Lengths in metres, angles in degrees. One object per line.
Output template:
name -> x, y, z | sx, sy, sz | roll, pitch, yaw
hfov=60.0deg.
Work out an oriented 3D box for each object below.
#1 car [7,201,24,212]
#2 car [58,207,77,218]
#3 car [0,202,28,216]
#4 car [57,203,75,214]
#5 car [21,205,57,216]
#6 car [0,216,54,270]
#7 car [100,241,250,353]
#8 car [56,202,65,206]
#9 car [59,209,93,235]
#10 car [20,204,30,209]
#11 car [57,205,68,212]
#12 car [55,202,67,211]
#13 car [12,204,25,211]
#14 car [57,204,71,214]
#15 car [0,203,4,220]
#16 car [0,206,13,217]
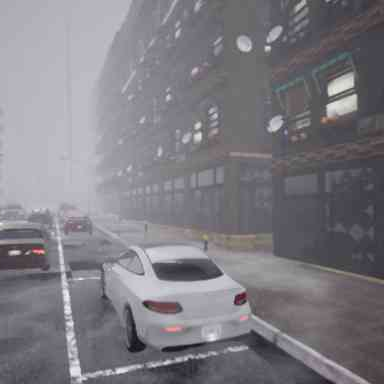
car -> -32.043, 2.687, 60.434 | 2.192, 1.841, 5.009 | 3, -2, -22
car -> -9.892, 2.190, 27.653 | 1.887, 1.381, 4.507 | 3, -2, -22
car -> -19.085, 2.136, 35.774 | 2.097, 1.767, 4.553 | 1, -2, -22
car -> -12.005, 2.206, 32.766 | 1.967, 1.590, 4.097 | 3, -2, -22
car -> -12.510, 2.108, 27.483 | 2.128, 1.511, 4.902 | 1, -2, -23
car -> -5.919, 1.800, 11.617 | 2.033, 1.411, 5.357 | 1, -2, -23
car -> -0.622, 1.696, 6.495 | 1.812, 1.442, 4.674 | 1, -2, -23
car -> -16.285, 2.324, 42.966 | 2.192, 1.841, 5.009 | 3, -2, -22
car -> -7.770, 2.071, 22.548 | 1.887, 1.381, 4.507 | 3, -2, -22
car -> -40.544, 3.494, 80.848 | 1.802, 1.307, 4.206 | 3, -2, -22
car -> -24.785, 3.100, 63.382 | 1.802, 1.307, 4.206 | 2, -2, -22
car -> -29.024, 3.099, 73.604 | 2.192, 1.841, 5.009 | 2, -2, -22
car -> -34.174, 3.049, 65.532 | 1.887, 1.381, 4.507 | 3, -2, -22
car -> -20.535, 2.700, 53.175 | 1.967, 1.590, 4.097 | 2, -2, -22
car -> -21.430, 2.055, 34.907 | 2.192, 1.841, 5.009 | 3, -2, -22
car -> -25.684, 2.553, 45.111 | 1.947, 1.339, 4.313 | 3, -2, -22
